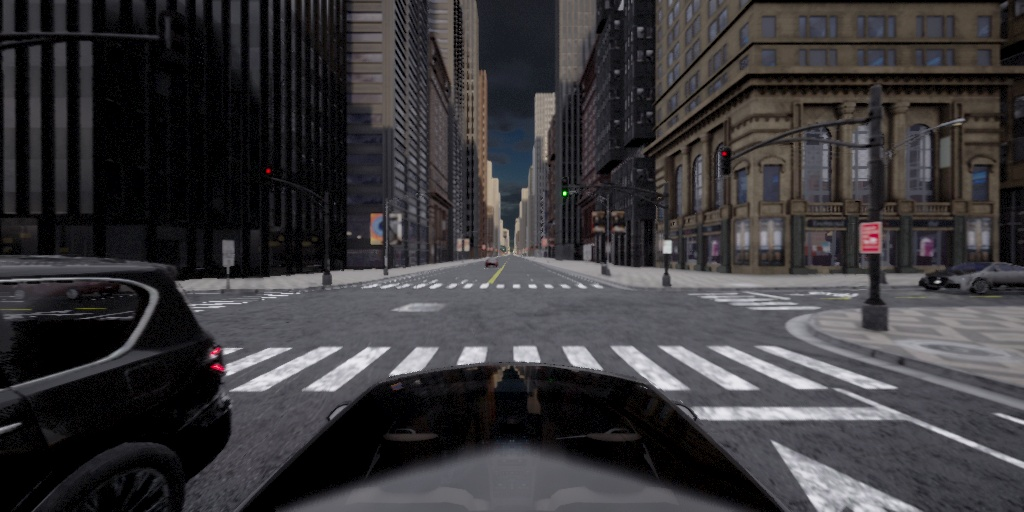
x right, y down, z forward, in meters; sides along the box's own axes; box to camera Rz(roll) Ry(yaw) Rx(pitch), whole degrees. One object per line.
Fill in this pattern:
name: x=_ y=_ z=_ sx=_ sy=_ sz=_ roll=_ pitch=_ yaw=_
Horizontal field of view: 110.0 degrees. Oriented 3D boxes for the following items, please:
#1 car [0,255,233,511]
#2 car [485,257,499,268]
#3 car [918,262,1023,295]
car: x=-3.254 y=1.010 z=0.460 sx=2.150 sy=2.045 sz=5.566 roll=0 pitch=0 yaw=0
car: x=-3.237 y=1.010 z=57.976 sx=2.097 sy=1.767 sz=4.553 roll=0 pitch=0 yaw=0
car: x=21.681 y=0.982 z=16.591 sx=4.181 sy=1.385 sz=1.994 roll=-1 pitch=0 yaw=0
